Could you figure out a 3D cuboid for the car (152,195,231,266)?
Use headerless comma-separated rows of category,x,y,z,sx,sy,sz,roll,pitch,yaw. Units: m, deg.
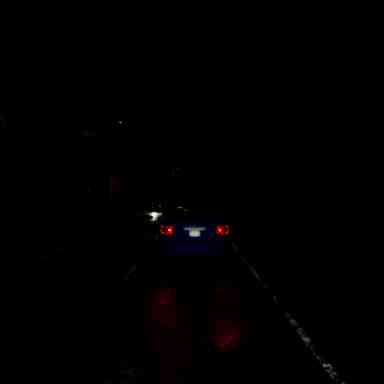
car,0.084,1.234,11.734,2.150,2.045,5.566,0,0,0

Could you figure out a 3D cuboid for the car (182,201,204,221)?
car,0.083,1.554,28.766,1.812,1.442,4.674,0,0,0

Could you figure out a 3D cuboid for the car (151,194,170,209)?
car,-3.594,1.258,40.476,2.150,2.045,5.566,0,0,0
